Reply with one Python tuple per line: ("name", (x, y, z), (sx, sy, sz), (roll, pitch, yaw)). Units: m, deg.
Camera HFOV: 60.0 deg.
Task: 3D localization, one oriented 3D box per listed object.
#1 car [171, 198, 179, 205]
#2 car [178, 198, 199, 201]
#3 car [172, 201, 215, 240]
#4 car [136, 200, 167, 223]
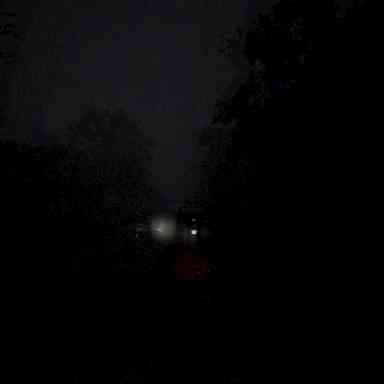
("car", (-3.064, 1.793, 65.620), (2.033, 1.411, 5.357), (0, -1, 0))
("car", (0.021, 1.387, 32.672), (2.128, 1.511, 4.902), (0, 0, 0))
("car", (0.077, 1.426, 16.465), (1.837, 1.490, 4.892), (0, 0, 0))
("car", (-2.893, 1.371, 24.405), (1.882, 1.535, 5.008), (0, 0, 0))
